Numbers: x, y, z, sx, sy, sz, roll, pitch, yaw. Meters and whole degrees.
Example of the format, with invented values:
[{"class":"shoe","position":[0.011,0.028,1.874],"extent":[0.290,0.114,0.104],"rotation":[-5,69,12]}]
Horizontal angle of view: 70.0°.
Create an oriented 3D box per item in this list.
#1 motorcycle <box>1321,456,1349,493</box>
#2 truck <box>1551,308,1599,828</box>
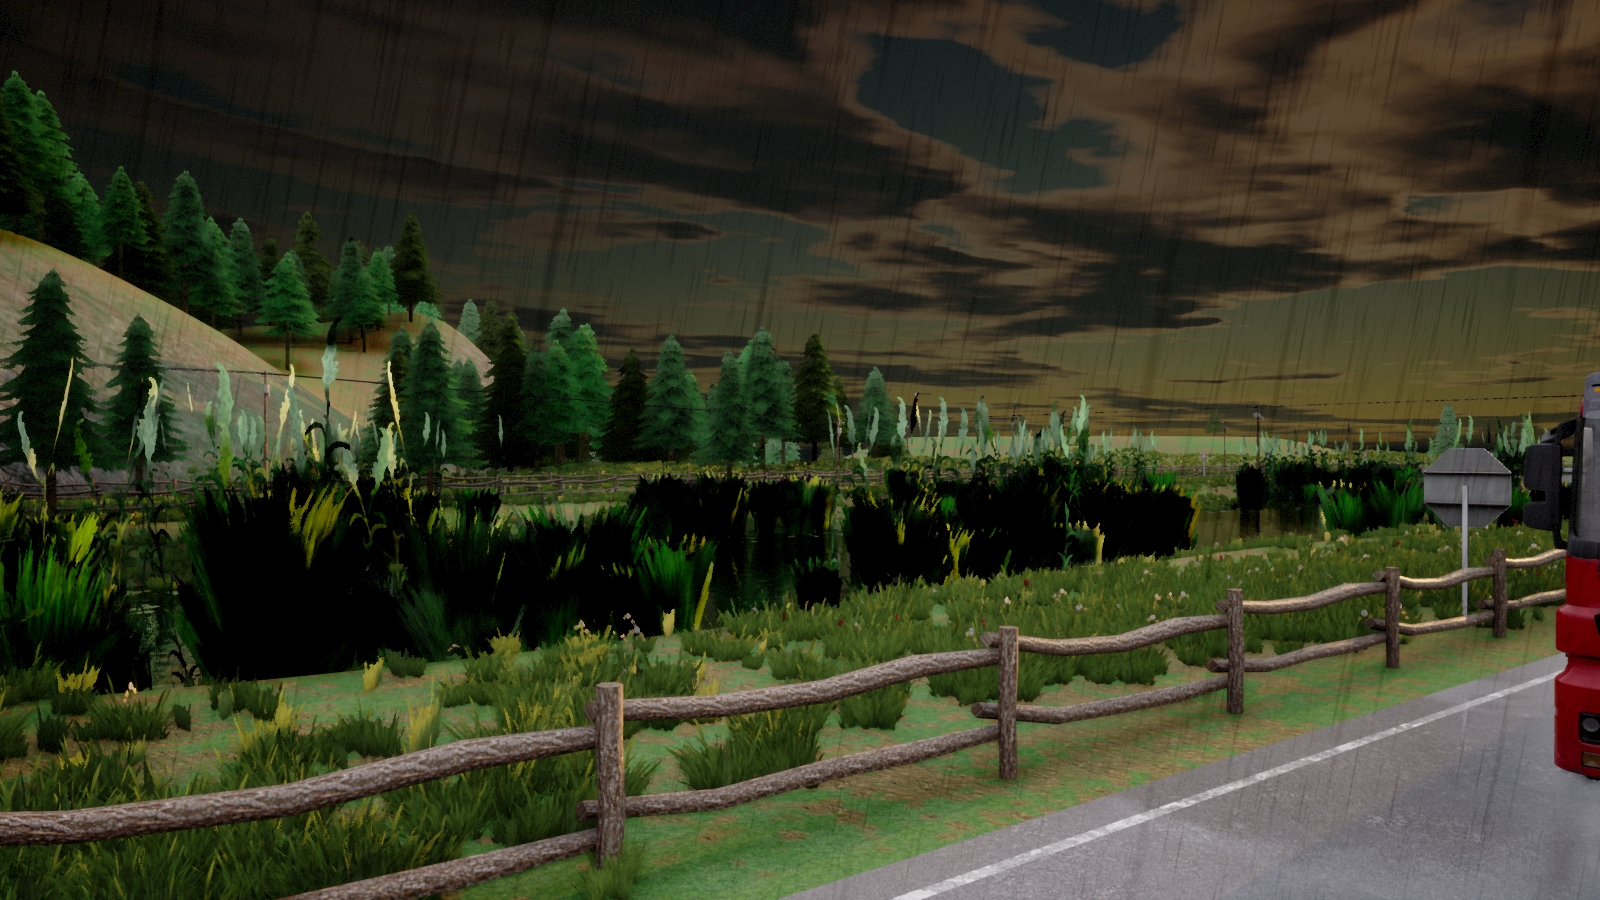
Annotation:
[{"class":"motorcycle","position":[34.880,1.577,74.489],"extent":[2.033,2.348,0.803],"rotation":[0,0,-39]},{"class":"truck","position":[9.470,0.862,10.933],"extent":[2.891,3.827,8.468],"rotation":[0,0,40]}]
